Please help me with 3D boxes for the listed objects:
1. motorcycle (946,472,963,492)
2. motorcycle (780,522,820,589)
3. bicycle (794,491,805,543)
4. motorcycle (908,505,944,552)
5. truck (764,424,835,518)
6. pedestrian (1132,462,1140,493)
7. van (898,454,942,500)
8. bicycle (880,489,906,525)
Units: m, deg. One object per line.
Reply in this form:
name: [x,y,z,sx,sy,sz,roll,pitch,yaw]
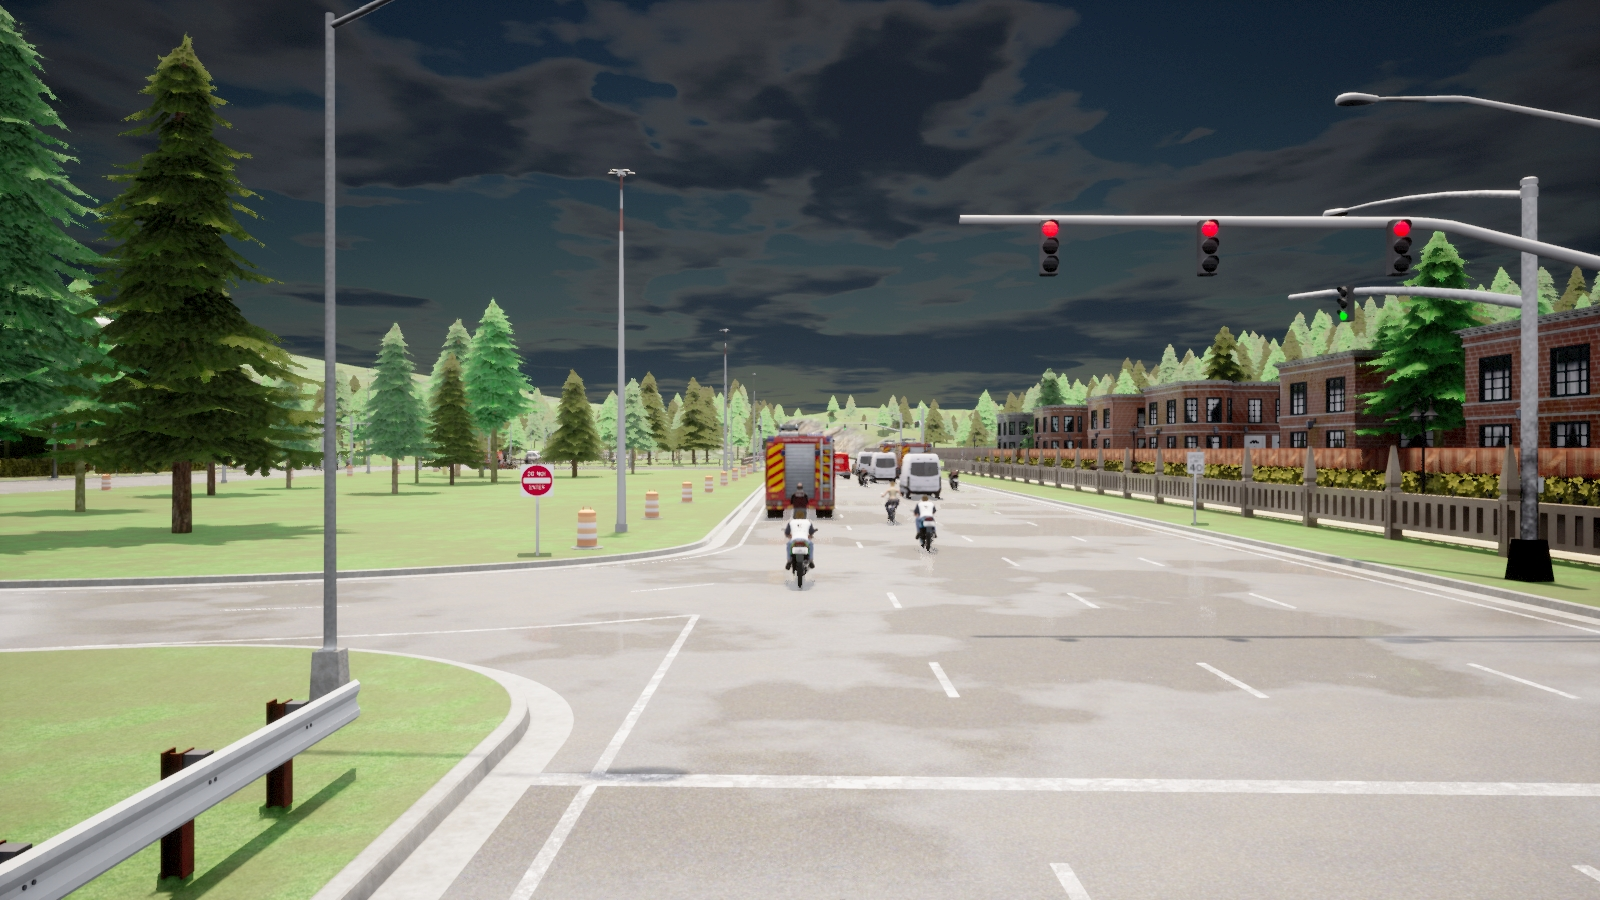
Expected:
motorcycle: [10.497,2.169,77.800,0.867,1.251,2.209,0,0,0]
motorcycle: [-0.001,2.176,23.956,0.803,1.199,2.033,0,1,0]
bicycle: [-0.008,2.043,35.198,0.329,1.471,1.835,0,0,0]
motorcycle: [3.498,2.170,31.878,0.803,1.199,2.033,0,0,0]
truck: [-0.007,0.867,50.740,2.891,3.827,8.468,0,0,0]
pedestrian: [20.269,1.666,69.017,0.375,1.860,0.375,0,0,0]
van: [6.994,1.503,67.025,1.988,2.561,5.915,0,0,0]
bicycle: [3.498,2.137,43.250,0.859,1.277,1.487,0,0,0]
